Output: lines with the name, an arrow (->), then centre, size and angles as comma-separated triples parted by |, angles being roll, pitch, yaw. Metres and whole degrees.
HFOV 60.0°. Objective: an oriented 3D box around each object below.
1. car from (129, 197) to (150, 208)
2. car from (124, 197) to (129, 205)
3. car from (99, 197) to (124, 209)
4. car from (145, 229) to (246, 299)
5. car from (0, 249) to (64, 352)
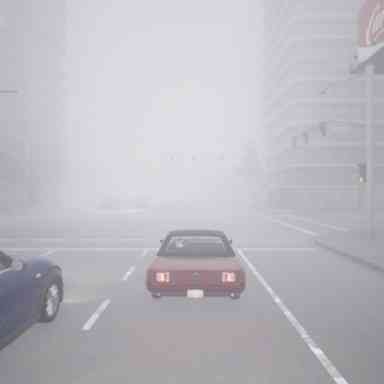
car -> -6.962, 1.403, 46.451 | 2.128, 1.511, 4.902 | 0, 0, 1
car -> -10.433, 1.497, 54.145 | 1.895, 1.301, 4.718 | 0, 0, 1
car -> -10.488, 1.423, 42.837 | 1.837, 1.490, 4.892 | 0, 0, 0
car -> 0.106, 1.585, 8.352 | 1.895, 1.301, 4.718 | 0, 0, 1
car -> -3.434, 1.344, 4.328 | 2.097, 1.767, 4.553 | 0, 0, 1
